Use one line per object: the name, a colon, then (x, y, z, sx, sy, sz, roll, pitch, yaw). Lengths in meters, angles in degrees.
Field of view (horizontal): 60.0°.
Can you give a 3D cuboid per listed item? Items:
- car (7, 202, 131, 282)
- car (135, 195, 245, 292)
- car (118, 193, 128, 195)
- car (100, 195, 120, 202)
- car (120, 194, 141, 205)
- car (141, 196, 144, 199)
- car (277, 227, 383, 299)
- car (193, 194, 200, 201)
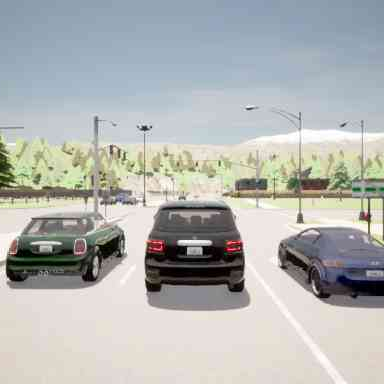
car: (-3.417, 1.352, 9.946, 2.097, 1.767, 4.553, 0, 0, 0)
car: (0.075, 1.221, 9.051, 2.150, 2.045, 5.566, 0, 0, 1)
car: (-14.153, 1.223, 67.801, 2.150, 2.045, 5.566, 0, 0, 1)
car: (-14.392, 1.564, 57.206, 1.994, 1.385, 4.181, 0, 0, 1)
car: (-10.864, 1.547, 58.292, 2.033, 1.411, 5.357, 0, 0, 1)
car: (-10.651, 1.525, 68.132, 1.812, 1.442, 4.674, 0, 0, 1)
car: (3.578, 1.564, 8.505, 1.994, 1.385, 4.181, 0, 0, 0)
car: (1.116, 1.311, 83.397, 1.882, 1.535, 5.008, 0, 0, 1)
